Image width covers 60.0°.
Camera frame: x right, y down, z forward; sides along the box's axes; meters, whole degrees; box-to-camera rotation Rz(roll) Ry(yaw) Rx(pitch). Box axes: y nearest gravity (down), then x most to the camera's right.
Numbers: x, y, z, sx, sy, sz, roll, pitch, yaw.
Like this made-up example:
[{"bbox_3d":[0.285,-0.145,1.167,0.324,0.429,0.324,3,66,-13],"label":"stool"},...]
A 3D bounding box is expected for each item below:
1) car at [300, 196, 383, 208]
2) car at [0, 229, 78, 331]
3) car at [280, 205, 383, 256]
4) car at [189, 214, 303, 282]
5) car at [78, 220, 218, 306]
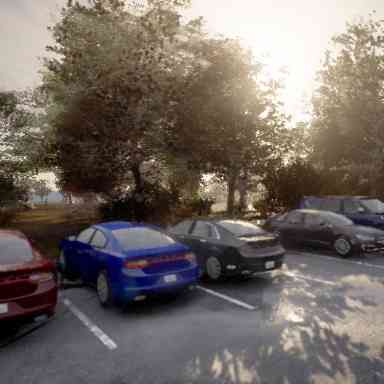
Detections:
[{"bbox_3d":[7.270,1.204,14.743,2.435,2.045,5.566,0,0,-36],"label":"car"},{"bbox_3d":[-4.134,1.480,6.632,2.097,1.535,5.008,0,0,-36],"label":"car"},{"bbox_3d":[5.053,1.463,13.203,2.231,1.521,4.892,0,0,-36],"label":"car"},{"bbox_3d":[0.464,1.473,9.912,2.231,1.521,4.892,0,0,-36],"label":"car"},{"bbox_3d":[-1.835,1.476,8.271,2.097,1.535,5.008,0,0,-36],"label":"car"}]
